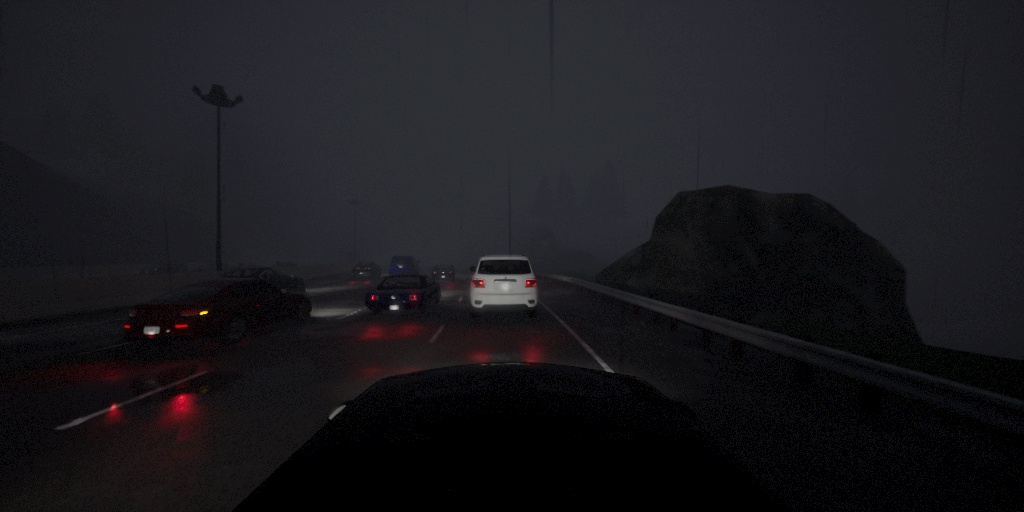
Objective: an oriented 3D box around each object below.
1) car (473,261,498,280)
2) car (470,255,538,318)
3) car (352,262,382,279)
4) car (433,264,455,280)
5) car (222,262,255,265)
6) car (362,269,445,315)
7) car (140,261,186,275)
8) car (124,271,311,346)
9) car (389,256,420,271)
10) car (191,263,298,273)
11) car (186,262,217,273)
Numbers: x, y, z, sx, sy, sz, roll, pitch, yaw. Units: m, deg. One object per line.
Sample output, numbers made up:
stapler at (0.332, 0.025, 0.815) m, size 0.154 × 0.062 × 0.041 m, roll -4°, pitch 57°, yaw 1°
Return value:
car at (-2.479, 1.258, 31.910) m, size 1.837 × 1.490 × 4.892 m, roll 0°, pitch 0°, yaw -9°
car at (-0.369, 0.972, 13.269) m, size 2.150 × 2.045 × 5.566 m, roll 0°, pitch 0°, yaw -4°
car at (-13.340, 1.268, 33.162) m, size 2.128 × 1.511 × 4.902 m, roll 0°, pitch 0°, yaw -10°
car at (-5.830, 1.362, 30.842) m, size 1.895 × 1.301 × 4.718 m, roll 0°, pitch 0°, yaw -9°
car at (-28.861, 1.411, 38.569) m, size 1.895 × 1.301 × 4.718 m, roll 0°, pitch 0°, yaw -13°
car at (-3.898, 1.359, 13.675) m, size 1.895 × 1.301 × 4.718 m, roll 0°, pitch 0°, yaw -4°
car at (-35.683, 1.315, 36.946) m, size 2.128 × 1.511 × 4.902 m, roll 0°, pitch 0°, yaw -13°
car at (-7.173, 1.291, 9.351) m, size 1.812 × 1.442 × 4.674 m, roll 0°, pitch 0°, yaw -2°
car at (-9.592, 0.990, 32.137) m, size 2.150 × 2.045 × 5.566 m, roll 0°, pitch 0°, yaw -10°
car at (-11.104, 1.265, 15.947) m, size 2.128 × 1.511 × 4.902 m, roll 0°, pitch 0°, yaw -5°
car at (-32.625, 1.365, 39.426) m, size 2.033 × 1.411 × 5.357 m, roll 0°, pitch 0°, yaw -13°
